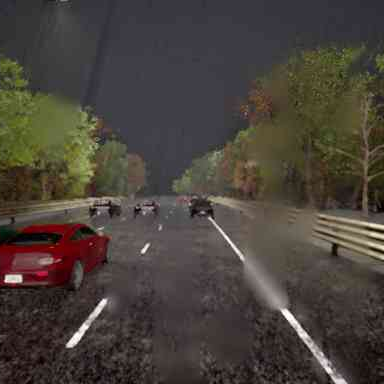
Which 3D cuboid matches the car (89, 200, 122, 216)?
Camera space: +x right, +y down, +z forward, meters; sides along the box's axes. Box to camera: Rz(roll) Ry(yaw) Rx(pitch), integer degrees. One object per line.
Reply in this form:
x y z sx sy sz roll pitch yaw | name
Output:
-7.190 1.408 27.982 2.128 1.511 4.902 0 0 -1 | car

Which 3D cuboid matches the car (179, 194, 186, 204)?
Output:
-1.312 1.242 62.798 2.097 1.767 4.553 0 0 -3 | car

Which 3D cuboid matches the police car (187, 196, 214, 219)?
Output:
0.770 1.341 28.122 1.930 1.638 5.238 0 0 -1 | police car

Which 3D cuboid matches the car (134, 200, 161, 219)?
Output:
-3.687 1.408 27.909 2.128 1.511 4.902 0 0 -1 | car

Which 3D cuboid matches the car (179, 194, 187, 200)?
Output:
-2.199 1.234 81.393 1.812 1.442 4.674 0 0 -3 | car

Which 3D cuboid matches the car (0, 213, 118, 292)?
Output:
-3.440 1.495 8.701 1.812 1.442 4.674 0 0 0 | car

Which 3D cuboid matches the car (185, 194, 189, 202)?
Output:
0.375 1.350 44.301 1.801 1.575 5.366 0 0 -2 | car
